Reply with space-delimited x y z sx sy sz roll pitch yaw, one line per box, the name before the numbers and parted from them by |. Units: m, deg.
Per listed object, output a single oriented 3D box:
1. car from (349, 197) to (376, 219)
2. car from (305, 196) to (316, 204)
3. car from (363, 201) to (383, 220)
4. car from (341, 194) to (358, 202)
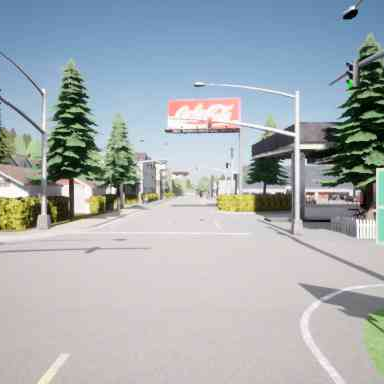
car | 14.346 1.505 24.964 3.866 1.878 1.905 0 0 0
car | 22.445 1.552 64.038 1.970 1.475 3.806 0 0 0
car | 18.668 1.672 30.638 4.611 1.667 2.242 0 0 0
car | 34.842 1.489 71.841 2.007 1.523 4.514 0 0 0
